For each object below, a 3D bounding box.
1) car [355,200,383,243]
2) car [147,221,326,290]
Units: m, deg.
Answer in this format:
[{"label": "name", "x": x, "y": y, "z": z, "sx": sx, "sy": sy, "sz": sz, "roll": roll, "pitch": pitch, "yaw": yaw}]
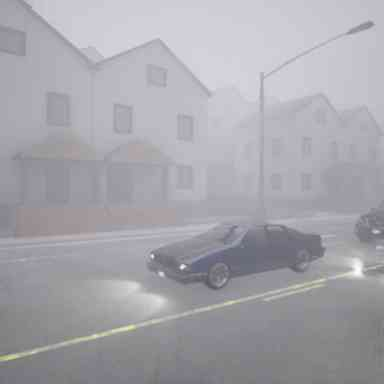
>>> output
[{"label": "car", "x": 9.656, "y": 1.240, "z": 14.905, "sx": 5.566, "sy": 2.045, "sz": 2.150, "roll": 0, "pitch": 0, "yaw": -35}, {"label": "car", "x": 1.484, "y": 1.534, "z": 9.253, "sx": 5.357, "sy": 1.411, "sz": 2.033, "roll": 0, "pitch": 0, "yaw": -35}]
